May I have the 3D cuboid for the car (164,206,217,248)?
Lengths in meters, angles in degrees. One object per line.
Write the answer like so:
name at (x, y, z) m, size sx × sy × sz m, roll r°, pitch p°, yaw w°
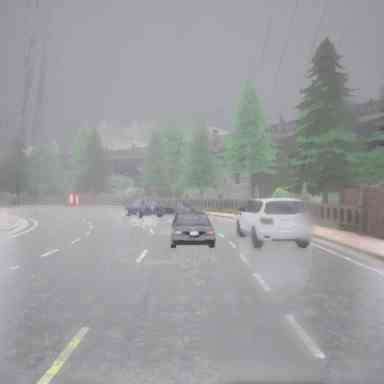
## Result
car at (-0.033, 1.563, 14.728) m, size 2.033 × 1.411 × 5.357 m, roll 0°, pitch 0°, yaw -3°

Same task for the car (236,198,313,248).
car at (3.462, 1.258, 14.915) m, size 2.150 × 2.045 × 5.566 m, roll 0°, pitch 0°, yaw -3°

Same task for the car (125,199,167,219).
car at (-4.393, 1.366, 29.763) m, size 2.097 × 1.767 × 4.553 m, roll 0°, pitch 0°, yaw -30°

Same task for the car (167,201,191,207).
car at (-1.371, 1.572, 31.530) m, size 1.994 × 1.385 × 4.181 m, roll 0°, pitch 0°, yaw -30°

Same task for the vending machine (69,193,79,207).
vending machine at (-18.035, 1.194, 50.939) m, size 0.880 × 2.100 × 1.100 m, roll 0°, pitch 0°, yaw 22°
